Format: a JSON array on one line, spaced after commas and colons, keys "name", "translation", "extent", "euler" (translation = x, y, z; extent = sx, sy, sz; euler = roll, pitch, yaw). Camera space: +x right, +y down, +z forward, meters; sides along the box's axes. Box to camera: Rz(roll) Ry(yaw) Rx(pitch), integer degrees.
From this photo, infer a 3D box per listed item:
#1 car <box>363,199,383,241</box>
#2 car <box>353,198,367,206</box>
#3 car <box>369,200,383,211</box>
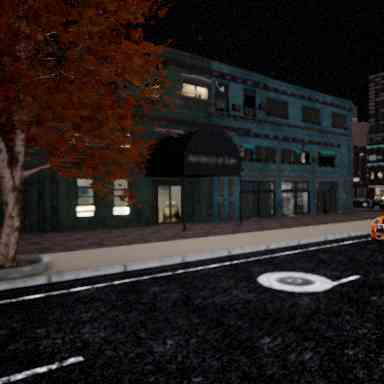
[{"name": "car", "translation": [10.050, 1.306, 15.034], "extent": [4.553, 1.767, 2.097], "euler": [0, 0, -36]}, {"name": "car", "translation": [27.551, 1.671, 54.661], "extent": [2.008, 1.369, 4.403], "euler": [-2, 0, -36]}, {"name": "car", "translation": [25.589, 1.696, 42.912], "extent": [1.947, 1.339, 4.313], "euler": [-2, 0, -36]}]
